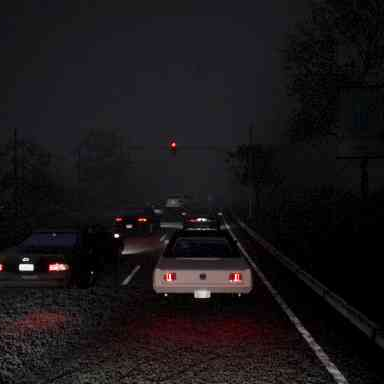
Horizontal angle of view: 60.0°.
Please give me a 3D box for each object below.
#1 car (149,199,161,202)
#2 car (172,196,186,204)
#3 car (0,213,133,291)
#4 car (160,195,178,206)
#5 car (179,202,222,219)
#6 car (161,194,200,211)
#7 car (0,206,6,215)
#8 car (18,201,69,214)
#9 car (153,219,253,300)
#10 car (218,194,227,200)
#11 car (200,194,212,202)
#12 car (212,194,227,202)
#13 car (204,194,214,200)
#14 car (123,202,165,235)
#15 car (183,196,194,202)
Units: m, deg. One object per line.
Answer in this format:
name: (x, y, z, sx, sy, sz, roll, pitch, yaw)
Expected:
car: (-4.830, 1.601, 45.201, 1.895, 1.301, 4.718, 0, 0, 5)
car: (-2.520, 1.503, 64.921, 1.837, 1.490, 4.892, 0, 1, 8)
car: (-3.256, 1.547, 9.136, 2.033, 1.411, 5.357, 0, 0, 1)
car: (-3.777, 1.352, 55.124, 2.097, 1.767, 4.553, 0, 0, 7)
car: (0.522, 1.505, 17.598, 1.837, 1.490, 4.892, 0, 0, 2)
car: (-1.263, 1.221, 40.375, 2.150, 2.045, 5.566, 2, 1, 19)
car: (-20.535, 1.602, 31.965, 4.718, 1.301, 1.895, 0, 0, 8)
car: (-15.603, 1.600, 35.133, 4.718, 1.301, 1.895, 0, 0, 3)
car: (0.232, 1.601, 8.373, 1.895, 1.301, 4.718, 0, 0, 1)
car: (7.979, 1.346, 86.357, 1.882, 1.535, 5.008, 0, 0, 11)
car: (2.720, 1.518, 76.342, 2.128, 1.511, 4.902, 0, 0, 10)
car: (6.316, 1.548, 76.652, 1.994, 1.385, 4.181, 0, 0, 10)
car: (4.459, 1.328, 86.562, 1.882, 1.535, 5.008, 0, 0, 11)
car: (-2.939, 1.526, 18.713, 1.812, 1.442, 4.674, 0, 0, 4)
car: (-0.768, 1.549, 76.701, 1.994, 1.385, 4.181, 0, 0, 9)
